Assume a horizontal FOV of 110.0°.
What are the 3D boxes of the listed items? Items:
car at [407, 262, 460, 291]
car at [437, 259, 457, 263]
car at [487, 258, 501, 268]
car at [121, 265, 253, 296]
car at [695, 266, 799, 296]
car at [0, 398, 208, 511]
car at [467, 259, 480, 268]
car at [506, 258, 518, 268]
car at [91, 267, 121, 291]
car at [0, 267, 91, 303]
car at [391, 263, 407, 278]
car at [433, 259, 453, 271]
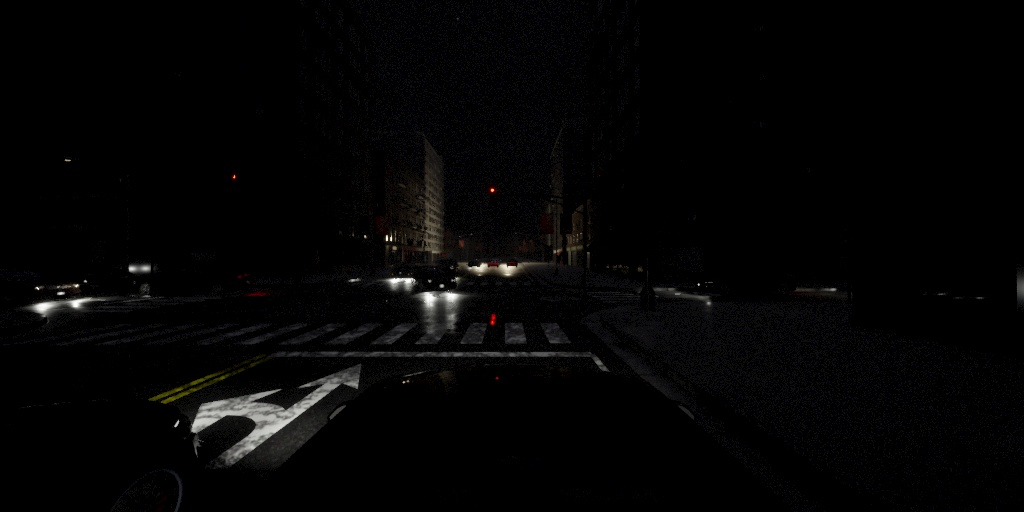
[{"bbox_3d":[-5.031,1.305,22.565,2.033,1.411,5.357,0,0,-24],"label":"car"},{"bbox_3d":[-6.594,1.102,36.507,2.097,1.767,4.553,0,0,0],"label":"car"},{"bbox_3d":[-3.242,1.345,62.608,1.895,1.301,4.718,0,0,0],"label":"car"},{"bbox_3d":[-16.754,1.236,18.970,5.008,1.535,1.882,0,1,-12],"label":"car"},{"bbox_3d":[12.459,1.295,19.202,4.892,1.490,1.837,0,0,2],"label":"car"},{"bbox_3d":[-3.245,1.276,0.749,1.812,1.442,4.674,0,0,0],"label":"car"},{"bbox_3d":[-6.545,1.291,62.262,2.033,1.411,5.357,0,0,0],"label":"car"},{"bbox_3d":[0.008,1.249,62.161,1.837,1.490,4.892,0,0,0],"label":"car"},{"bbox_3d":[-25.372,1.331,21.598,4.313,1.339,1.948,0,0,0],"label":"car"},{"bbox_3d":[-22.895,1.292,16.100,5.357,1.411,2.033,0,0,0],"label":"car"},{"bbox_3d":[-9.846,1.314,33.632,1.994,1.385,4.181,0,0,0],"label":"car"},{"bbox_3d":[-9.838,1.224,51.169,1.882,1.535,5.008,0,0,0],"label":"car"}]
